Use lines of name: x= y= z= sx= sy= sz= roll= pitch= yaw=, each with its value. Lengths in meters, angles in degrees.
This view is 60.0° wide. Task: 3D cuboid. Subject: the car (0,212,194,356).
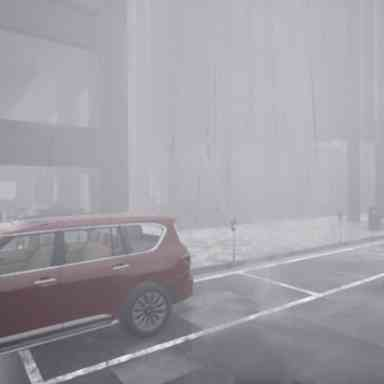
car: x=-2.289 y=1.304 z=5.014 sx=5.009 sy=1.841 sz=2.192 roll=-1 pitch=0 yaw=-35
